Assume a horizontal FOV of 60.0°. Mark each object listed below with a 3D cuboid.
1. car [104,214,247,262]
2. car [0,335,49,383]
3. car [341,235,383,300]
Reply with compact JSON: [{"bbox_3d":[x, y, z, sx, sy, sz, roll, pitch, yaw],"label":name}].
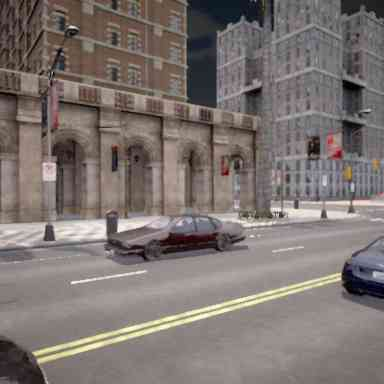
[{"bbox_3d":[-0.403,1.539,12.288,5.357,1.411,2.033,0,0,-35],"label":"car"},{"bbox_3d":[-3.233,1.494,1.447,4.902,1.511,2.128,0,0,-35],"label":"car"},{"bbox_3d":[5.223,1.553,7.461,4.181,1.385,1.994,0,0,-36],"label":"car"}]
